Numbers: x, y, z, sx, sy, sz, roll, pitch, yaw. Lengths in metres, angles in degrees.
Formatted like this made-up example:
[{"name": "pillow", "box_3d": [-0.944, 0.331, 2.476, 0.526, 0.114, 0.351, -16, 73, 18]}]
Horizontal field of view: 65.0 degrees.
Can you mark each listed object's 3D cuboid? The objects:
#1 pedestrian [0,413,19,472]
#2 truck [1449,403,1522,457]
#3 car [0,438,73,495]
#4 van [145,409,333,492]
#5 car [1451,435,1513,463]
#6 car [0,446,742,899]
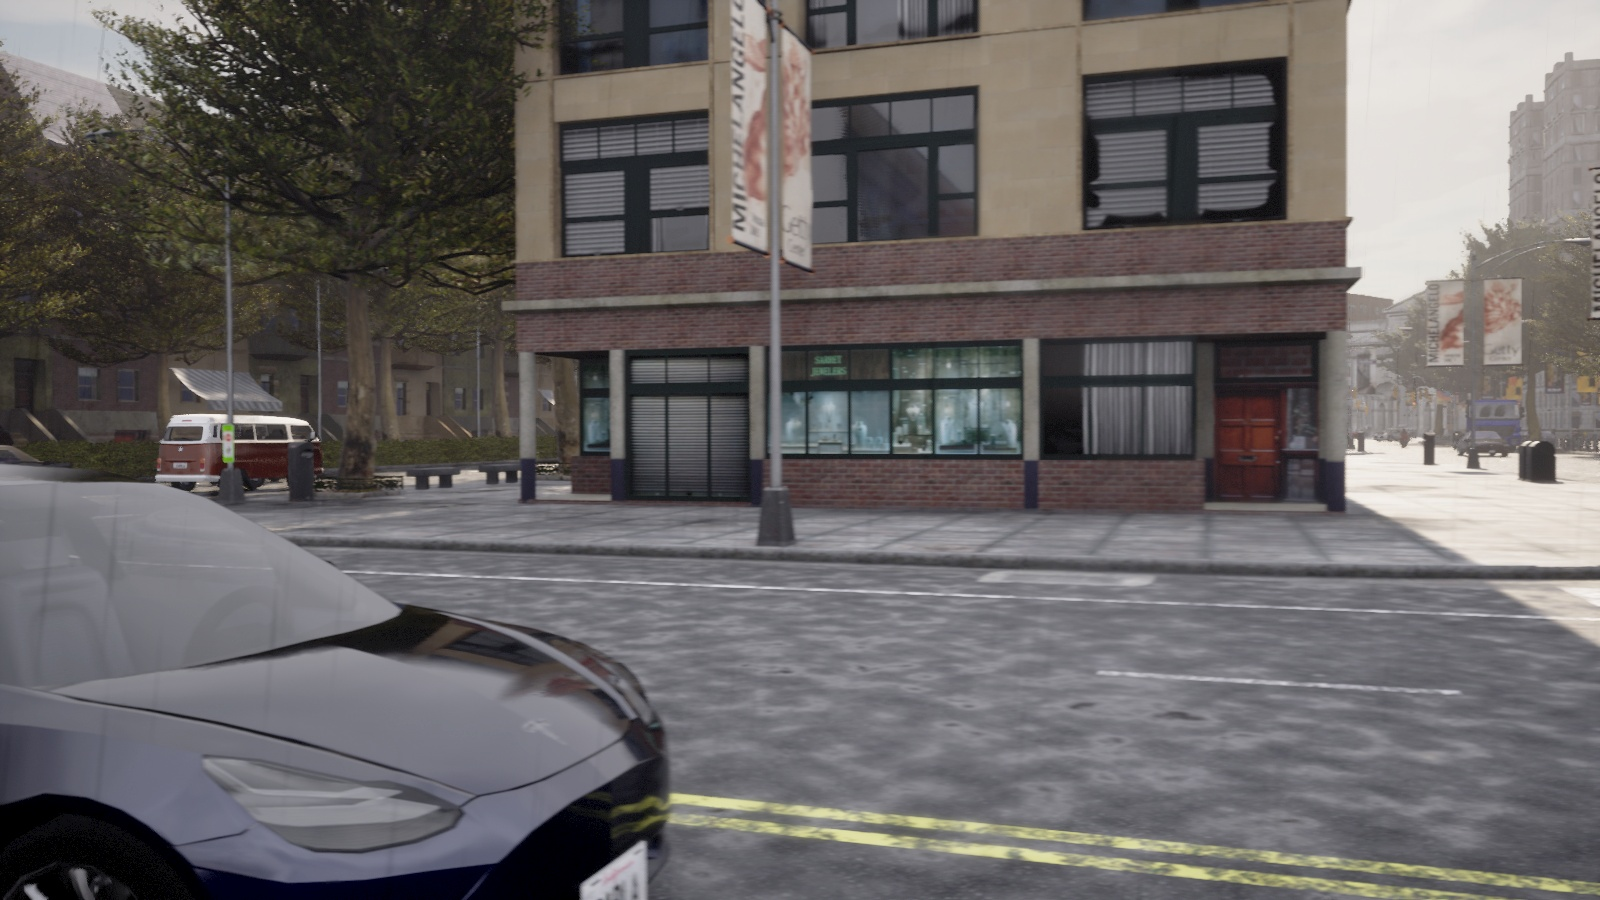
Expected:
[{"name": "pedestrian", "box_3d": [-25.614, -0.242, 40.151, 0.634, 1.844, 0.899, 1, 1, 21]}, {"name": "truck", "box_3d": [45.831, -1.337, 84.186, 2.891, 3.462, 7.936, 0, 1, 18]}, {"name": "car", "box_3d": [-19.751, 0.393, 29.336, 1.895, 1.301, 4.718, 1, 1, 19]}, {"name": "van", "box_3d": [-14.743, -0.029, 33.291, 2.069, 2.038, 4.480, 0, 1, 18]}, {"name": "car", "box_3d": [36.596, -0.074, 67.509, 2.033, 1.411, 5.357, 0, 1, 18]}, {"name": "car", "box_3d": [-2.822, 0.751, 4.143, 4.792, 1.488, 2.163, 1, 1, 19]}]
